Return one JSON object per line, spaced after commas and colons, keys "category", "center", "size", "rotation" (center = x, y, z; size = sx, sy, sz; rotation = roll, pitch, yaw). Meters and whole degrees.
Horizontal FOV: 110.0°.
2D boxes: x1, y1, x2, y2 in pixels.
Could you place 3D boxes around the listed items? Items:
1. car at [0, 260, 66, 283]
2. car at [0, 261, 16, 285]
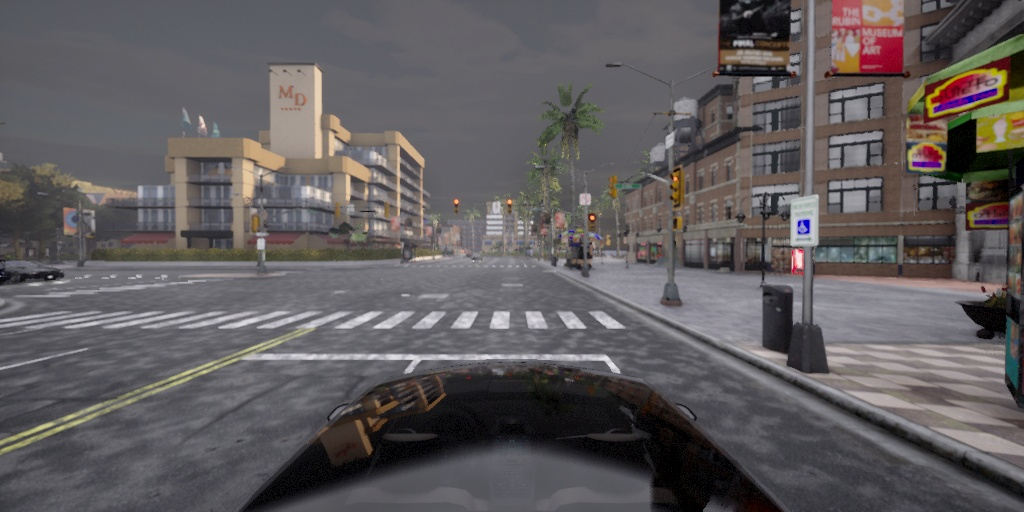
{"category": "car", "center": [-32.567, 0.966, 23.210], "size": [5.357, 1.411, 2.033], "rotation": [0, 1, 0]}
{"category": "car", "center": [-31.108, 1.074, 19.720], "size": [4.718, 1.301, 1.895], "rotation": [0, 1, 0]}
